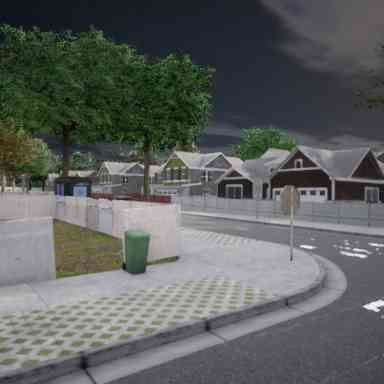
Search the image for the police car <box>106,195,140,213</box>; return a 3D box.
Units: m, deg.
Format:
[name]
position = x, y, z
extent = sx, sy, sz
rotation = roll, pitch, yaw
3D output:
[police car]
position = -5.476, 1.053, 27.562
extent = 1.930, 1.638, 5.238
rotation = 1, 0, -36
